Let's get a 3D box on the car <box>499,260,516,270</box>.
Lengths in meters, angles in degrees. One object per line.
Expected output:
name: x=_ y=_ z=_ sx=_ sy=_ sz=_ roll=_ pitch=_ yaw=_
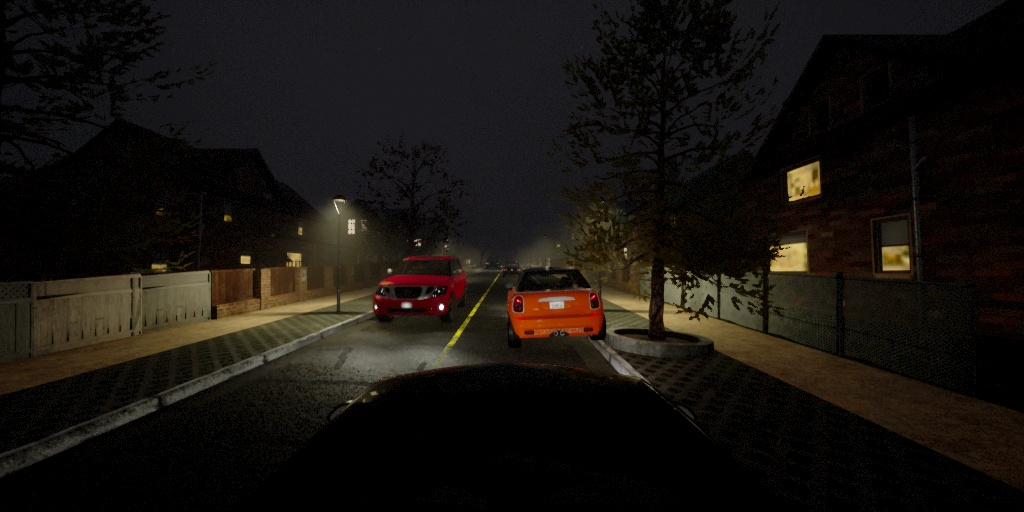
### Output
car: x=0.016 y=1.354 z=36.181 sx=2.033 sy=1.411 sz=5.357 roll=0 pitch=0 yaw=0

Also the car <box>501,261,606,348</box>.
car: x=0.911 y=1.060 z=9.443 sx=2.097 sy=1.767 sz=4.553 roll=-3 pitch=-1 yaw=0

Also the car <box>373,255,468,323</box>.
car: x=-2.866 y=0.985 z=12.495 sx=2.150 sy=2.045 sz=5.566 roll=0 pitch=0 yaw=0

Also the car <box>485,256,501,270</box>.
car: x=-2.924 y=1.081 z=55.053 sx=2.150 sy=2.045 sz=5.566 roll=0 pitch=0 yaw=0
